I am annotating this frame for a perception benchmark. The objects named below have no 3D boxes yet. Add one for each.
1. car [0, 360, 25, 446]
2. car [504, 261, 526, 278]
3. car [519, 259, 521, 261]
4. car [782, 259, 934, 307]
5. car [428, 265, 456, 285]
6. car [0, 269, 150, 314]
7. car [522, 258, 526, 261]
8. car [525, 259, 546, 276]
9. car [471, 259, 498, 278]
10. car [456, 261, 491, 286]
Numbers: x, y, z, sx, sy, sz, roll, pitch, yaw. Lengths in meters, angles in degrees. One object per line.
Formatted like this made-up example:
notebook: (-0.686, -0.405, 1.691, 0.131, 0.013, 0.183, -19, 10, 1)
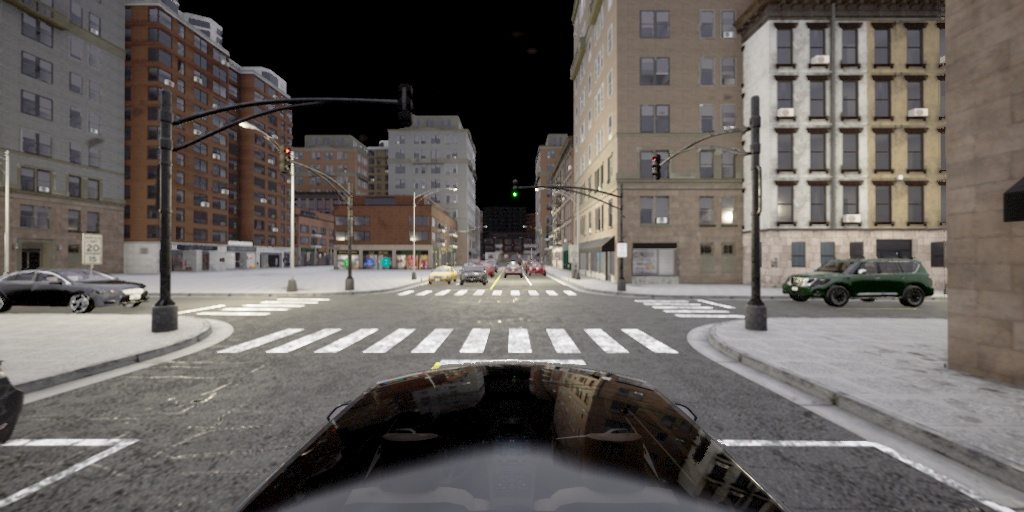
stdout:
car: (-5.389, 1.299, 1.426, 2.007, 1.370, 4.403, 0, 0, 0)
car: (0.141, 1.480, 37.254, 2.033, 1.411, 5.357, 0, 0, 0)
car: (0.183, 1.632, 63.120, 1.994, 1.385, 4.181, 0, 0, 0)
car: (15.362, 1.130, 16.061, 5.566, 2.045, 2.150, 0, 0, -2)
car: (-5.353, 1.411, 28.101, 1.751, 1.417, 4.829, 0, 0, 0)
car: (-16.211, 1.225, 13.099, 4.902, 1.511, 2.128, 0, 0, 0)
car: (2.695, 1.289, 45.246, 2.192, 1.841, 5.009, 0, 0, 0)
car: (2.688, 1.384, 39.584, 1.967, 1.591, 4.097, 0, 0, 0)
car: (-2.804, 1.411, 37.321, 1.882, 1.535, 5.008, 0, 0, 0)
car: (-2.794, 1.385, 27.004, 1.837, 1.490, 4.892, 0, 0, -1)
